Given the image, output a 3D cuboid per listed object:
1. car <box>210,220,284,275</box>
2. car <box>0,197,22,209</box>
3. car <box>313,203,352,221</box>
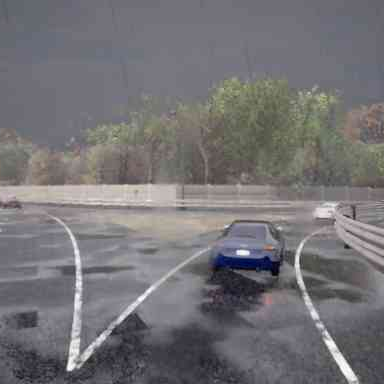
[{"bbox_3d":[1.917,1.579,10.712,1.994,1.385,4.181,0,0,17],"label":"car"},{"bbox_3d":[-22.478,1.346,41.103,1.812,1.442,4.674,1,0,-38],"label":"car"},{"bbox_3d":[11.362,1.615,26.819,1.812,1.442,4.674,0,0,43],"label":"car"}]
